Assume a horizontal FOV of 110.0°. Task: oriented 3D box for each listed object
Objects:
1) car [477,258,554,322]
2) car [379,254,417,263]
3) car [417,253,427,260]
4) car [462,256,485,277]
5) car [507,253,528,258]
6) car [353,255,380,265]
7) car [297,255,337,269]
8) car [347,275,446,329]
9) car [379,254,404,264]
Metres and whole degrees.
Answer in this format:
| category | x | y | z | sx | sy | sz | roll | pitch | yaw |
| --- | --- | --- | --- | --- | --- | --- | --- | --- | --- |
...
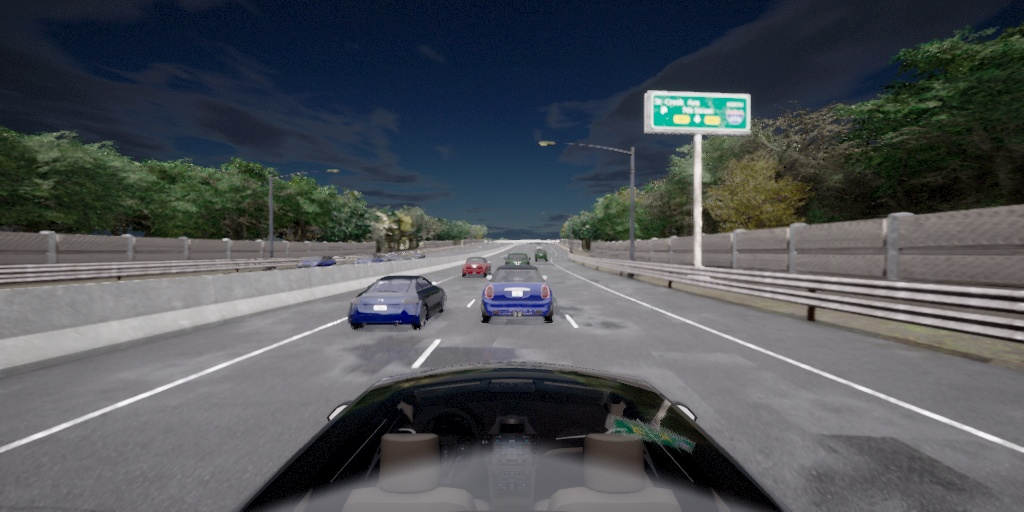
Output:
| category | x | y | z | sx | sy | sz | roll | pitch | yaw |
| --- | --- | --- | --- | --- | --- | --- | --- | --- | --- |
| car | 0.170 | 1.061 | 12.189 | 2.097 | 1.767 | 4.553 | 0 | 0 | 0 |
| car | -13.348 | 0.812 | 42.293 | 2.128 | 1.511 | 4.902 | 0 | 1 | 2 |
| car | -15.972 | 0.333 | 61.017 | 2.128 | 1.511 | 4.902 | 0 | 2 | 3 |
| car | -2.991 | 0.845 | 31.133 | 2.097 | 1.767 | 4.553 | 0 | 1 | 1 |
| car | 0.503 | 0.717 | 31.034 | 2.150 | 2.045 | 5.566 | 0 | 1 | 1 |
| car | -16.845 | 0.673 | 42.247 | 2.097 | 1.767 | 4.553 | 0 | 1 | 2 |
| car | -20.497 | 0.747 | 37.881 | 2.097 | 1.767 | 4.553 | 0 | 1 | 2 |
| car | -3.340 | 1.278 | 11.145 | 1.994 | 1.385 | 4.181 | 0 | 0 | 0 |
| car | -19.604 | 0.415 | 58.540 | 2.128 | 1.511 | 4.902 | 0 | 2 | 3 |
